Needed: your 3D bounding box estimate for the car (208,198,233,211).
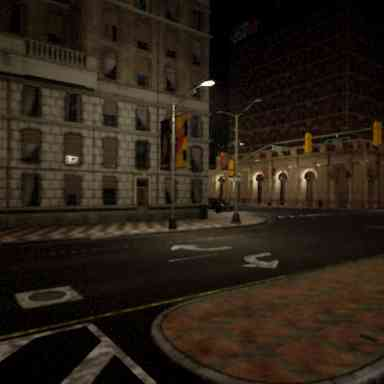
[{"bbox_3d":[3.257,1.561,43.258,2.097,1.767,4.553,1,0,-36],"label":"car"}]
